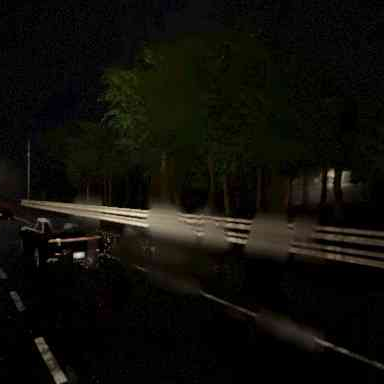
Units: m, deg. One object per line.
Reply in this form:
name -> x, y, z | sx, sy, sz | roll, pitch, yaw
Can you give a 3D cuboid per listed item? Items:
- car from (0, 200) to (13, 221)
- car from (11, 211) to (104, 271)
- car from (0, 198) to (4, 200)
car -> -16.678, 1.683, 28.619 | 1.882, 1.535, 5.008 | 0, -1, -35
car -> -4.573, 1.567, 11.345 | 2.128, 1.511, 4.902 | 0, 0, -35
car -> -38.728, 1.976, 66.692 | 2.033, 1.411, 5.357 | 0, 0, -17
